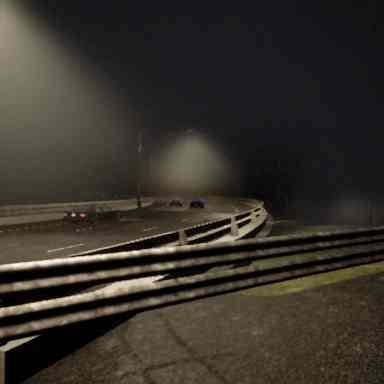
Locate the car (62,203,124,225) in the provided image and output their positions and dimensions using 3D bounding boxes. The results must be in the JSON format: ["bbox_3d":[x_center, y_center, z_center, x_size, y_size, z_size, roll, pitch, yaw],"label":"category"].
[{"bbox_3d":[-6.883,1.522,23.755,2.033,1.411,5.357,0,0,17],"label":"car"}]

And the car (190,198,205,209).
[{"bbox_3d":[0.778,1.507,46.084,1.882,1.535,5.008,0,0,5],"label":"car"}]

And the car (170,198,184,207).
[{"bbox_3d":[-2.408,1.579,52.206,1.994,1.385,4.181,0,0,2],"label":"car"}]
